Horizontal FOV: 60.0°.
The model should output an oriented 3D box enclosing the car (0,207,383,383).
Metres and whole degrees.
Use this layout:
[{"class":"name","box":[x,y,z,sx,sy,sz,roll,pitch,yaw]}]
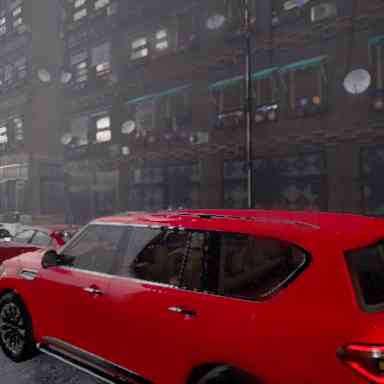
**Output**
[{"class":"car","box":[-0.317,1.219,4.188,5.566,2.045,2.150,0,0,36]}]
